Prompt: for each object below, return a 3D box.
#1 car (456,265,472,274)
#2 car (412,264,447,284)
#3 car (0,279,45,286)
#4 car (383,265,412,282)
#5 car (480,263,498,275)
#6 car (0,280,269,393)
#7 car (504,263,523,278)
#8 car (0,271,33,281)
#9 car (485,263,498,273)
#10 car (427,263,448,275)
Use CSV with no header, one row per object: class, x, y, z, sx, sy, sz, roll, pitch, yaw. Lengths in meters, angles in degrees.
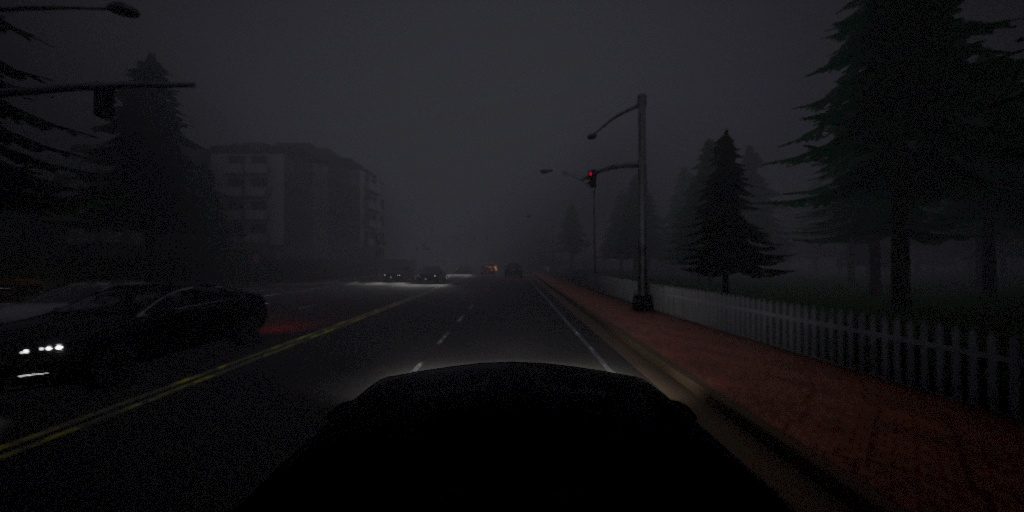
car,-7.000,1.944,52.395,1.895,1.301,4.718,0,-1,0
car,-7.057,1.626,31.684,1.812,1.442,4.674,0,-1,0
car,-10.591,1.360,9.123,1.812,1.442,4.674,0,-1,0
car,-10.638,1.631,34.152,1.837,1.490,4.892,0,0,2
car,-3.328,1.917,50.027,1.895,1.301,4.718,0,-1,0
car,-7.094,1.303,7.065,2.128,1.511,4.902,0,-1,0
car,0.160,1.579,42.119,2.097,1.767,4.553,0,0,0
car,-25.525,1.365,17.116,5.008,1.535,1.882,0,-1,-1
car,-3.315,1.904,59.361,1.882,1.535,5.008,0,-1,0
car,-10.510,1.800,50.658,1.882,1.535,5.008,0,-1,0
